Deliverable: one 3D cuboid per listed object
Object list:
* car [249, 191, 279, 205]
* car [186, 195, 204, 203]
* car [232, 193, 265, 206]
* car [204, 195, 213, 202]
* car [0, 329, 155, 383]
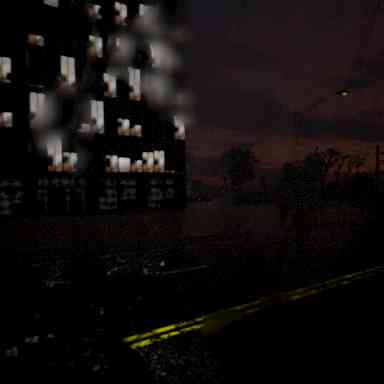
[{"bbox_3d":[10.959,0.952,51.990,2.150,2.045,5.566,-2,1,-33],"label":"car"},{"bbox_3d":[-0.326,1.414,63.524,1.895,1.301,4.718,-2,1,-32],"label":"car"},{"bbox_3d":[8.183,1.286,50.309,1.882,1.535,5.008,-2,1,-33],"label":"car"},{"bbox_3d":[2.336,1.298,65.401,1.994,1.385,4.181,-2,1,-32],"label":"car"},{"bbox_3d":[-2.379,1.534,1.740,4.674,1.442,1.812,0,0,-36],"label":"car"}]
